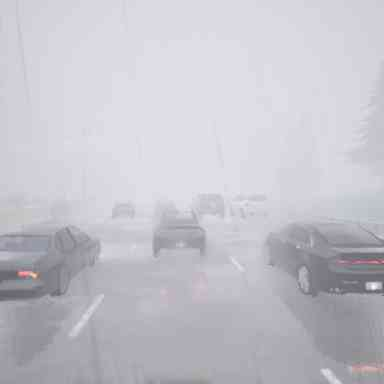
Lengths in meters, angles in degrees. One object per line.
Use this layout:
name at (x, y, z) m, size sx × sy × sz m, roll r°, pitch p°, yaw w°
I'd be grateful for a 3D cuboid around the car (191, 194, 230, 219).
car at (1.291, 1.159, 28.442) m, size 2.150 × 2.045 × 5.566 m, roll 0°, pitch 0°, yaw -8°

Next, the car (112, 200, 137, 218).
car at (-5.912, 1.440, 29.114) m, size 2.128 × 1.511 × 4.902 m, roll 0°, pitch 0°, yaw -9°

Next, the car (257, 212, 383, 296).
car at (3.241, 1.481, 8.562) m, size 1.837 × 1.490 × 4.892 m, roll 0°, pitch 0°, yaw -3°

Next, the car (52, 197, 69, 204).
car at (-21.235, 1.469, 53.992) m, size 2.033 × 1.411 × 5.357 m, roll 0°, pitch 0°, yaw -10°

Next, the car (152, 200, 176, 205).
car at (-2.391, 1.433, 29.256) m, size 2.128 × 1.511 × 4.902 m, roll 0°, pitch 0°, yaw -9°

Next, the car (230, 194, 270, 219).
car at (4.810, 1.153, 28.565) m, size 2.150 × 2.045 × 5.566 m, roll 0°, pitch 0°, yaw -8°

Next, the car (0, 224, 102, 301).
car at (-3.725, 1.536, 8.464) m, size 2.033 × 1.411 × 5.357 m, roll 0°, pitch 0°, yaw -3°

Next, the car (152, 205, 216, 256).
car at (-0.539, 1.465, 12.996) m, size 2.128 × 1.511 × 4.902 m, roll 0°, pitch 0°, yaw -4°
